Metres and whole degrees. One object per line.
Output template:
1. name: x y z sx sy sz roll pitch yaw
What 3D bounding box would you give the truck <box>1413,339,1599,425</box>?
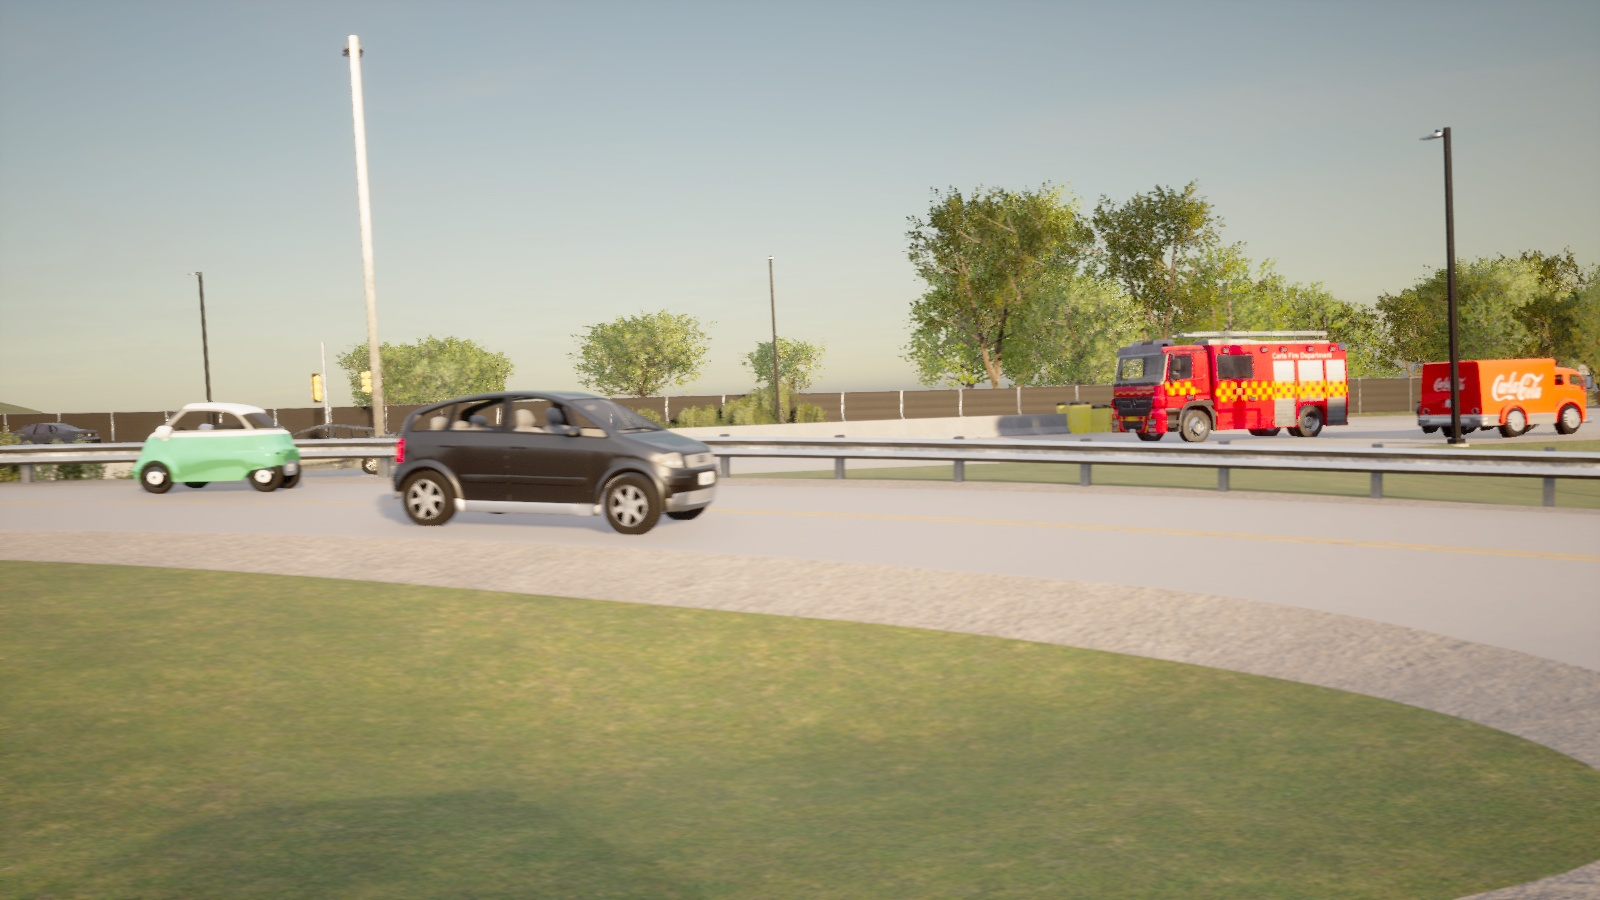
1. truck: 22.827 -2.176 40.464 5.204 2.467 2.627 -4 2 -21

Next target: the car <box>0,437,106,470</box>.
1. car: -38.887 0.181 64.487 5.357 1.411 2.033 -3 2 5

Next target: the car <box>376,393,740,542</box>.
1. car: -2.762 0.155 14.617 3.705 1.549 1.789 0 3 17

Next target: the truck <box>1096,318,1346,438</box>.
1. truck: 15.081 -2.593 44.930 8.468 3.827 2.891 -4 2 -21

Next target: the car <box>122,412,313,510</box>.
1. car: -8.976 0.140 19.478 2.207 1.376 1.481 -2 2 0

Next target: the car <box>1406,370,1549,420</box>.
1. car: 24.140 -1.950 44.748 4.514 1.525 2.007 -4 2 -21

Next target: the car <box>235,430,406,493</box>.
1. car: -14.153 0.298 37.197 4.514 1.525 2.007 -4 2 -21
